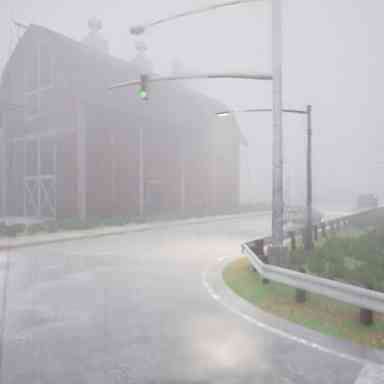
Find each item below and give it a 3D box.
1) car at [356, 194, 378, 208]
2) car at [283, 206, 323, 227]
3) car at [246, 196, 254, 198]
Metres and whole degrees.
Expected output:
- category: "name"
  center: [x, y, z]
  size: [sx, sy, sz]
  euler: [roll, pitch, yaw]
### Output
- category: "car"
  center: [23.898, 1.316, 45.301]
  size: [2.150, 2.045, 5.566]
  euler: [0, 0, 34]
- category: "car"
  center: [7.778, 1.662, 23.544]
  size: [1.895, 1.301, 4.718]
  euler: [0, 0, 37]
- category: "car"
  center: [15.129, 1.714, 87.546]
  size: [1.784, 1.438, 3.905]
  euler: [0, 0, 36]
